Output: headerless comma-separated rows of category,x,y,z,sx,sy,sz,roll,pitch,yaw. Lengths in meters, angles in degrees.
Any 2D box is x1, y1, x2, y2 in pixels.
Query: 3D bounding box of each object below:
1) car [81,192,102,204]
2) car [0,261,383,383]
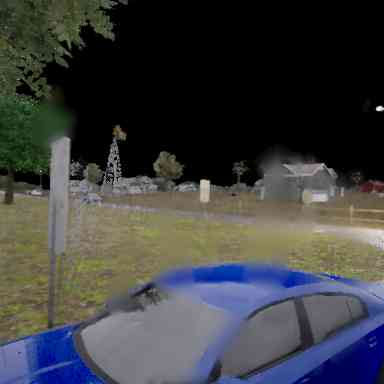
car,-16.076,0.952,53.044,2.097,1.767,4.553,3,-1,-36
car,0.245,1.506,3.124,5.008,1.535,1.882,1,0,-36
